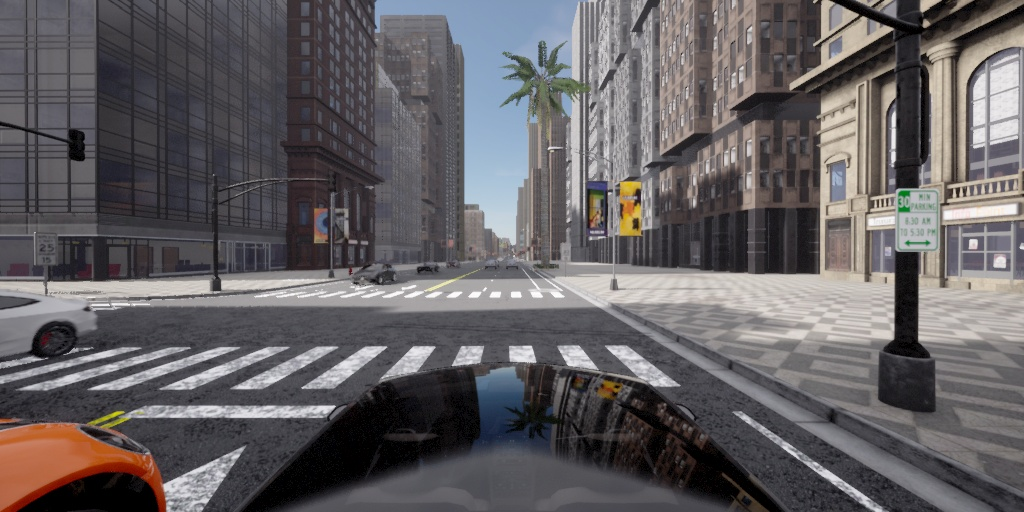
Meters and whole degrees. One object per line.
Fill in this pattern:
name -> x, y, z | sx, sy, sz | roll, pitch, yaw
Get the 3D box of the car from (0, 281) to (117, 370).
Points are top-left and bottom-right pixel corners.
car -> -9.849, 1.275, 5.769 | 1.812, 1.442, 4.674 | 0, 0, 0

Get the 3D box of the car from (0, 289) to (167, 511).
car -> -3.150, 1.102, 0.256 | 2.097, 1.767, 4.553 | 0, 0, 0

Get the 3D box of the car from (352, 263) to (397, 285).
car -> -9.841, 1.259, 25.966 | 1.837, 1.490, 4.892 | 0, 0, 0

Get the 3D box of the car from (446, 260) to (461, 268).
car -> -9.733, 1.357, 59.999 | 1.994, 1.385, 4.181 | 0, 0, 0

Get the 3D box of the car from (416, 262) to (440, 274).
car -> -9.825, 1.365, 42.252 | 1.895, 1.301, 4.718 | 0, 0, 0

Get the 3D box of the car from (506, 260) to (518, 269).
car -> 0.023, 1.331, 55.734 | 2.033, 1.411, 5.357 | 0, 0, 0

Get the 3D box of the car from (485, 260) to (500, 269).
car -> -3.227, 1.331, 55.736 | 2.033, 1.411, 5.357 | 0, 0, 0
